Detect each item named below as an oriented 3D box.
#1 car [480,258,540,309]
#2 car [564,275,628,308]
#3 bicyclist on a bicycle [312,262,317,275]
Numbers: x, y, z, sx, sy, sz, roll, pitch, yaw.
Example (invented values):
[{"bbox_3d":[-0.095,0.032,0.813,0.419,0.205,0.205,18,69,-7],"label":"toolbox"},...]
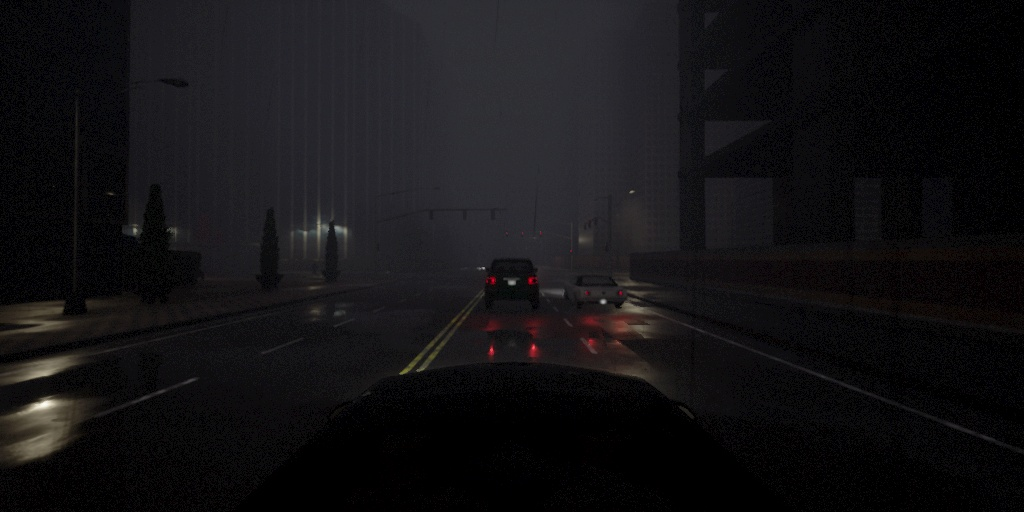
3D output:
[{"bbox_3d":[-0.001,1.098,15.881,2.150,2.045,5.566,0,0,0],"label":"car"},{"bbox_3d":[3.499,1.483,15.962,1.895,1.301,4.718,0,0,0],"label":"car"},{"bbox_3d":[-24.740,1.611,44.955,0.582,1.620,1.656,-4,-3,-13],"label":"bicyclist on a bicycle"}]
